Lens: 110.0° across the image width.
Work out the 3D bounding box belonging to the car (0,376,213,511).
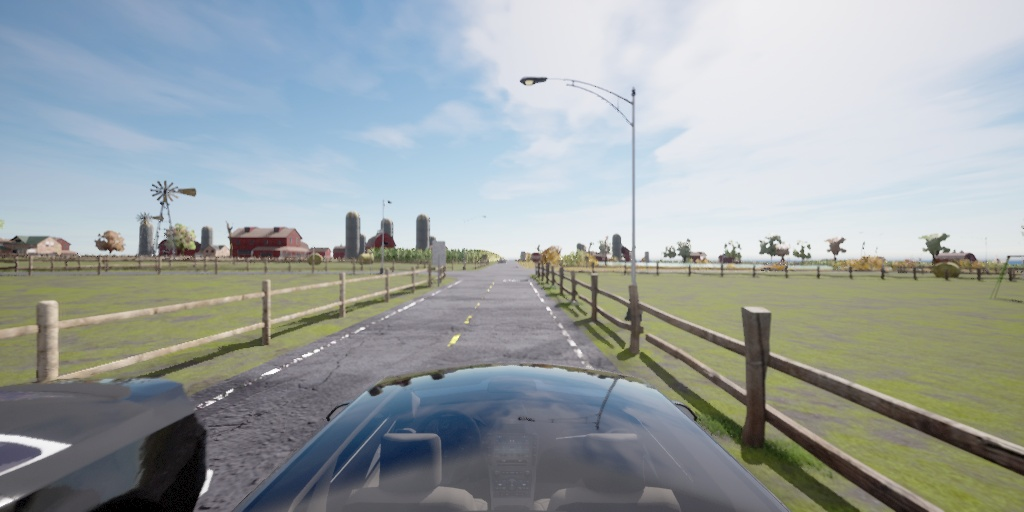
[{"bbox_3d":[-2.850,1.241,0.231,2.128,1.511,4.902,0,0,0],"label":"car"}]
